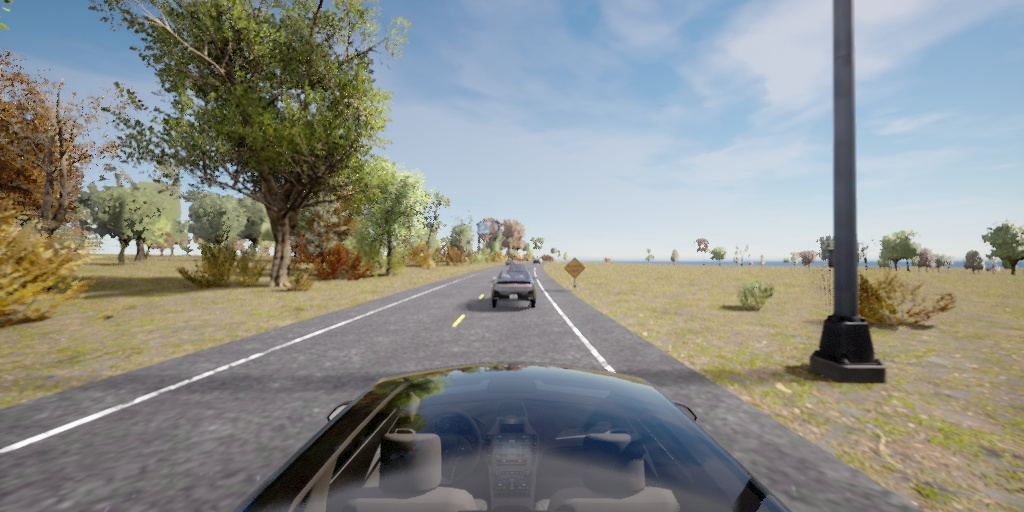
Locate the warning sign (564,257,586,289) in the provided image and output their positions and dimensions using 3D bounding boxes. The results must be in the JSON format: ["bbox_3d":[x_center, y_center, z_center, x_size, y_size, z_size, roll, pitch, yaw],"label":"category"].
[{"bbox_3d":[3.754,1.001,21.407,1.300,1.860,1.060,0,0,1],"label":"warning sign"}]

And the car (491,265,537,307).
[{"bbox_3d":[0.105,1.352,16.120,2.128,1.511,4.902,0,0,1],"label":"car"}]

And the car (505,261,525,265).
[{"bbox_3d":[0.490,1.423,31.083,1.837,1.490,4.892,0,0,2],"label":"car"}]
